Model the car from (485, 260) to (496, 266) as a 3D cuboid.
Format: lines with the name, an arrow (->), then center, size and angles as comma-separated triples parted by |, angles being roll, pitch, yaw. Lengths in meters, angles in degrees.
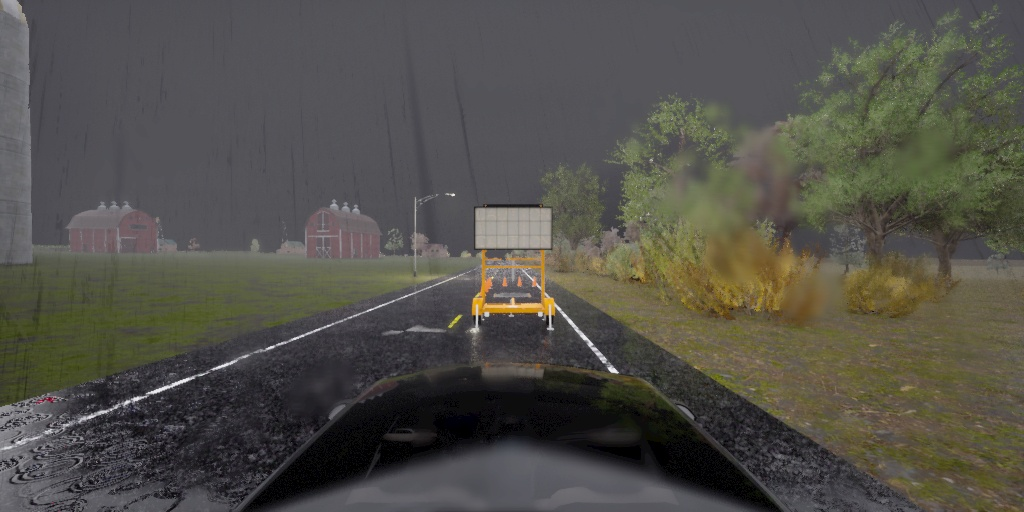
car -> -3.946, 1.239, 63.991 | 2.128, 1.511, 4.902 | 0, 0, -1

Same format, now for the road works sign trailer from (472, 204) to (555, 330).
road works sign trailer -> 0.038, 0.212, 11.107 | 2.380, 3.560, 2.880 | 0, 0, 0
